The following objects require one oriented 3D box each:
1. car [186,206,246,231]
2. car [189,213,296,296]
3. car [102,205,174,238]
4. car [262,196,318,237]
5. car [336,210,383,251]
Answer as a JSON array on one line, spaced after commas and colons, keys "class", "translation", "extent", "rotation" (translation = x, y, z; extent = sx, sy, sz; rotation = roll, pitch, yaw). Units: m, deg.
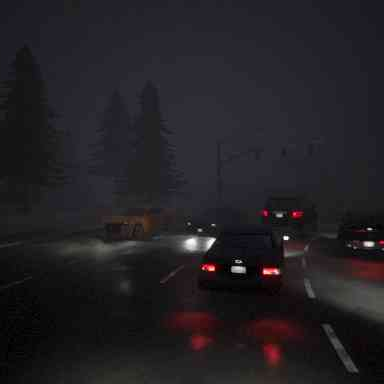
[{"class": "car", "translation": [1.649, 1.549, 19.167], "extent": [2.033, 1.411, 5.357], "rotation": [0, 0, 28]}, {"class": "car", "translation": [1.539, 1.548, 8.858], "extent": [2.033, 1.411, 5.357], "rotation": [0, 0, 15]}, {"class": "car", "translation": [-2.755, 1.480, 17.992], "extent": [1.882, 1.535, 5.008], "rotation": [0, 0, 25]}, {"class": "car", "translation": [5.474, 1.222, 18.308], "extent": [2.150, 2.045, 5.566], "rotation": [0, 0, 28]}, {"class": "car", "translation": [7.019, 1.506, 13.590], "extent": [1.837, 1.490, 4.892], "rotation": [0, 0, 23]}]
